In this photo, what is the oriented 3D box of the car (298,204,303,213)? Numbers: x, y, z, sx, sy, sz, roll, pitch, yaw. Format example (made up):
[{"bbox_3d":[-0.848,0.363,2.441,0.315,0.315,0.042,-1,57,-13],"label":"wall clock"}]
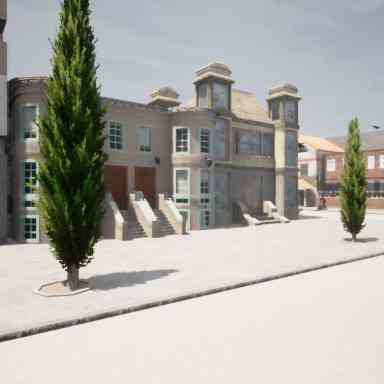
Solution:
[{"bbox_3d":[9.461,1.491,35.450,2.128,1.511,4.902,0,0,-35],"label":"car"}]

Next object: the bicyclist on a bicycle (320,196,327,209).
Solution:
[{"bbox_3d":[16.029,1.349,40.705,1.656,1.620,0.582,0,0,-35],"label":"bicyclist on a bicycle"}]
